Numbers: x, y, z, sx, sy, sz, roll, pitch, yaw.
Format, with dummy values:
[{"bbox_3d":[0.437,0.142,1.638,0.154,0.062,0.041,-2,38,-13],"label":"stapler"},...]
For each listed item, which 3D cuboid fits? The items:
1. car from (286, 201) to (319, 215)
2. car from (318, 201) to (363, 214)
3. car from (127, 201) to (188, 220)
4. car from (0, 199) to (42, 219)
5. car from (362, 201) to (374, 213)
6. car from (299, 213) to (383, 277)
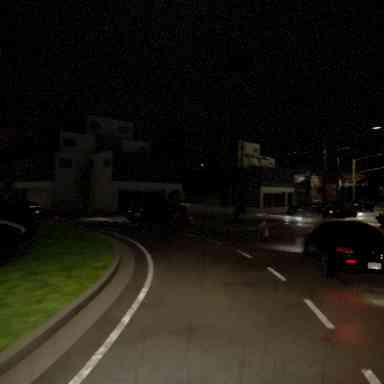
[{"bbox_3d":[11.923,1.729,34.969,4.892,1.490,1.837,1,0,-38],"label":"car"},{"bbox_3d":[14.265,1.821,31.850,4.181,1.385,1.994,1,0,-42],"label":"car"},{"bbox_3d":[-2.843,1.456,27.494,5.008,1.535,1.882,1,1,-9],"label":"car"},{"bbox_3d":[-14.339,1.296,26.361,4.902,1.511,2.128,1,0,13],"label":"car"},{"bbox_3d":[22.157,1.899,43.633,4.892,1.490,1.837,1,0,-40],"label":"car"},{"bbox_3d":[4.712,1.610,10.267,1.812,1.442,4.674,1,0,8],"label":"car"}]
